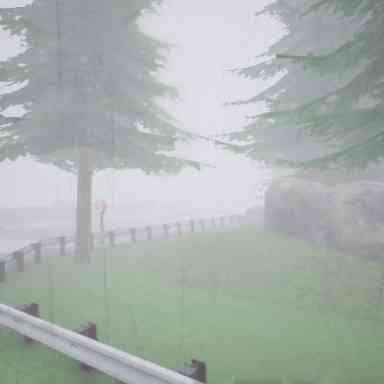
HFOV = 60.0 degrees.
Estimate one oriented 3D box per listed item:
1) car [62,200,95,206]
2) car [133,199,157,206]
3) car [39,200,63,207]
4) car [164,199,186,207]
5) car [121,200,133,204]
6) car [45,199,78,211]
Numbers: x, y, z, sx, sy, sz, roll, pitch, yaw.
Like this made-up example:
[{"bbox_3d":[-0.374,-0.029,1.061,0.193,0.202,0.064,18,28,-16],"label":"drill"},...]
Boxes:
[{"bbox_3d":[-14.817,2.079,46.142,2.128,1.511,4.902,-1,0,35],"label":"car"},{"bbox_3d":[-8.875,2.197,66.458,1.812,1.442,4.674,-1,0,35],"label":"car"},{"bbox_3d":[-20.719,2.192,49.915,1.812,1.442,4.674,-1,-1,35],"label":"car"},{"bbox_3d":[-3.165,2.056,62.409,1.882,1.535,5.008,-1,0,35],"label":"car"},{"bbox_3d":[-12.205,2.353,67.809,1.895,1.301,4.718,-1,0,35],"label":"car"},{"bbox_3d":[-21.493,2.051,54.853,2.097,1.767,4.553,-1,0,36],"label":"car"}]
